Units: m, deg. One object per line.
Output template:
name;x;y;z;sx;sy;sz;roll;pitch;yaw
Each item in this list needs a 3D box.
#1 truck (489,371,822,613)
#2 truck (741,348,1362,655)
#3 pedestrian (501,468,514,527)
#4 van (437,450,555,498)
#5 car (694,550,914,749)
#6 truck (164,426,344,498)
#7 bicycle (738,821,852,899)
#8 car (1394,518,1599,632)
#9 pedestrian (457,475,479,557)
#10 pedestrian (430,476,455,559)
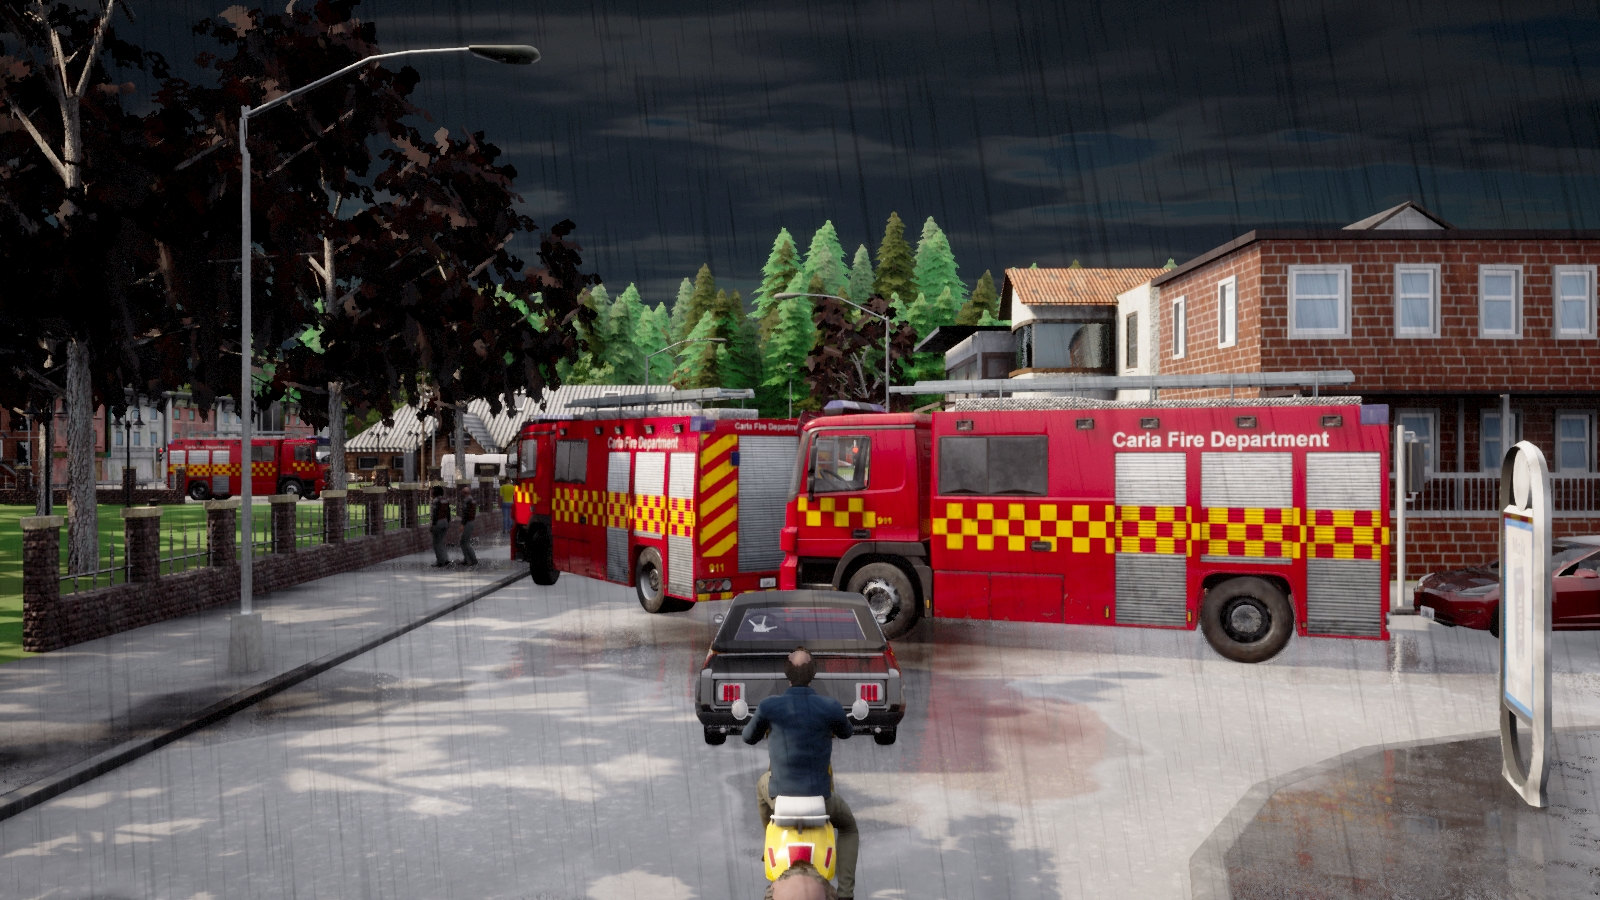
truck;-3.226;0.662;22.436;2.891;3.827;8.468;0;0;-35
truck;3.580;0.662;17.131;8.468;3.827;2.891;0;0;22
pedestrian;-9.367;1.511;36.589;0.375;1.860;0.375;0;0;-12
van;-16.613;1.289;62.612;5.915;2.561;1.988;0;0;0
car;0.033;1.930;12.217;1.895;1.301;4.718;0;0;0
truck;-29.853;0.645;62.699;8.468;3.827;2.891;0;0;1
bicycle;-0.015;1.938;3.086;0.329;1.271;1.835;0;0;0
car;11.947;1.835;17.293;4.792;1.488;2.163;0;0;0
pedestrian;-7.607;1.514;26.215;0.375;1.860;0.375;0;0;6
pedestrian;-8.086;1.514;25.838;0.375;1.860;0.375;0;0;25
